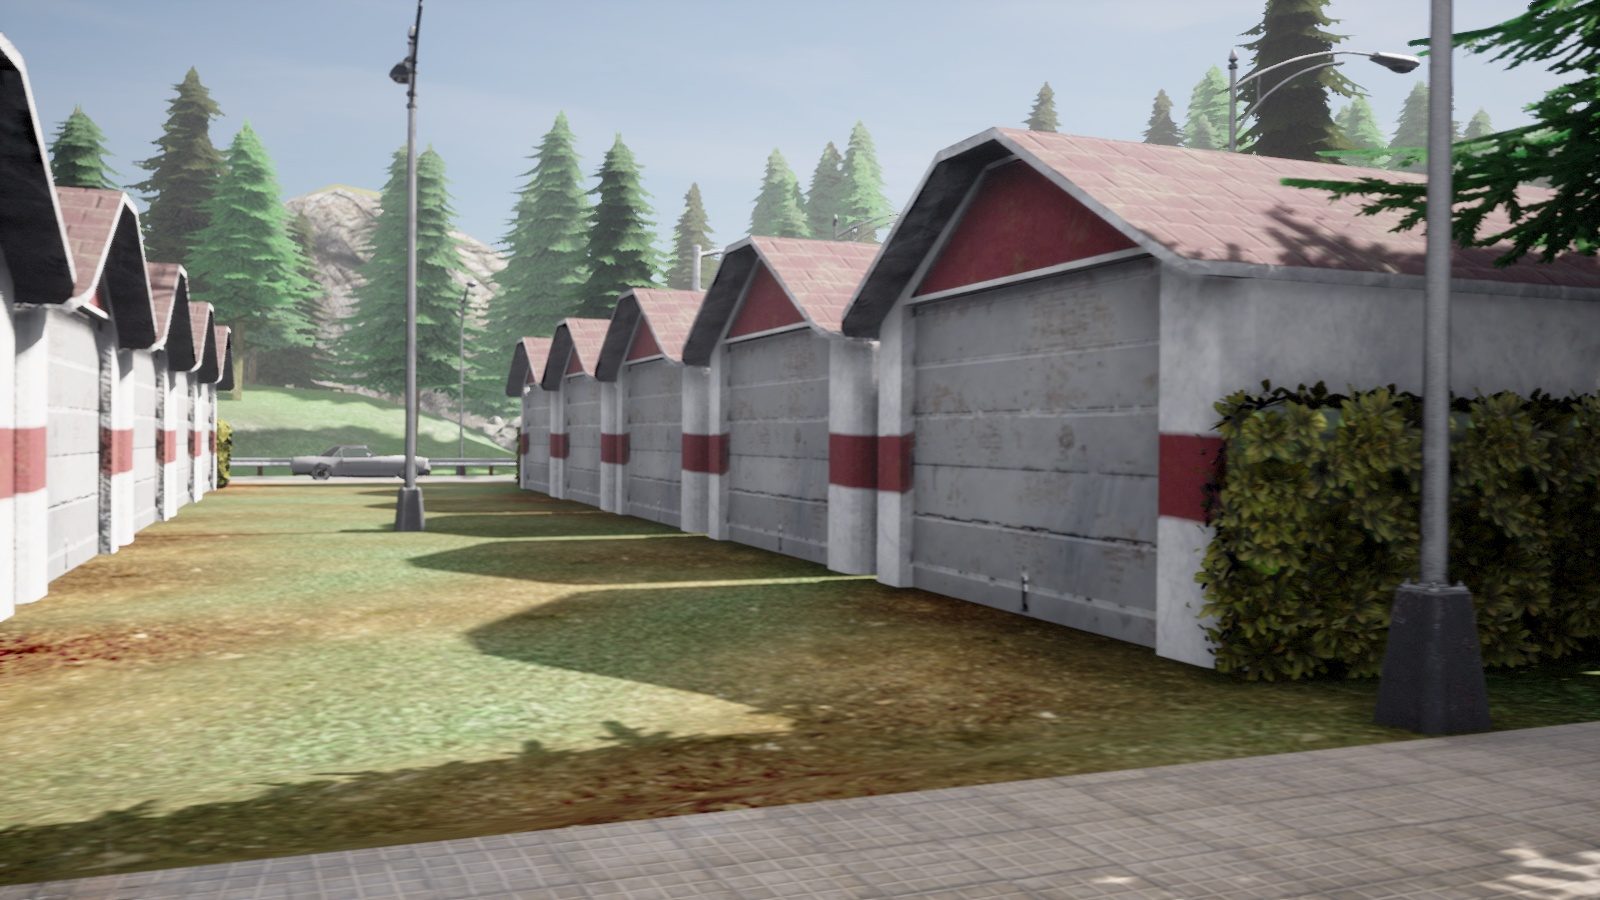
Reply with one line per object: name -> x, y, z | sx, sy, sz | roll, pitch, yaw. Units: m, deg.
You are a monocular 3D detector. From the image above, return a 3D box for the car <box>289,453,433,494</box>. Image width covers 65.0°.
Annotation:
car -> -15.546, 0.801, 44.548 | 4.718, 1.301, 1.895 | -1, 1, -20
